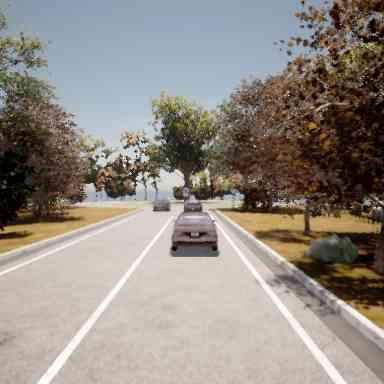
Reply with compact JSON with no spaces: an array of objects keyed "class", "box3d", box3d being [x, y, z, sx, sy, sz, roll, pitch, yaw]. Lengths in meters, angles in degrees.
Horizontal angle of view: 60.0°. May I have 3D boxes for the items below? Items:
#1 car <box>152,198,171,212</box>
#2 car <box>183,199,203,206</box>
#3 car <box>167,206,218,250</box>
[{"class":"car","box3d":[-3.507,1.498,39.146,1.837,1.490,4.892,0,0,0]},{"class":"car","box3d":[0.102,1.482,34.414,2.128,1.511,4.902,0,0,0]},{"class":"car","box3d":[0.101,1.544,14.321,2.033,1.411,5.357,0,0,0]}]
